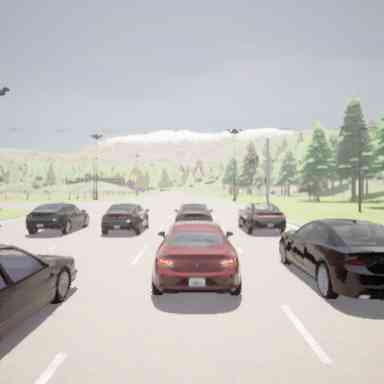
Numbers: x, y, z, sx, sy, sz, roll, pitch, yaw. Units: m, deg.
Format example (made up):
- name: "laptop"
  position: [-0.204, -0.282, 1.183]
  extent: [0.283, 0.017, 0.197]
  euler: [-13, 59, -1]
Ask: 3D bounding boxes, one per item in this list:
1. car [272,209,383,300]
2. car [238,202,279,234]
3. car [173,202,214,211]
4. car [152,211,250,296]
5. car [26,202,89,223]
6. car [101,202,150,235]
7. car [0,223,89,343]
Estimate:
- name: "car"
  position: [3.599, 1.387, 8.186]
  extent: [1.882, 1.535, 5.008]
  euler: [0, 0, 0]
- name: "car"
  position: [3.595, 1.298, 17.673]
  extent: [2.128, 1.511, 4.902]
  euler: [0, 1, 0]
- name: "car"
  position: [0.094, 1.313, 17.518]
  extent: [1.837, 1.490, 4.892]
  euler: [0, 1, 0]
- name: "car"
  position: [0.095, 1.434, 8.274]
  extent: [1.812, 1.442, 4.674]
  euler: [0, 1, 0]
- name: "car"
  position: [-6.907, 1.308, 17.538]
  extent: [1.837, 1.490, 4.892]
  euler: [0, -1, 0]
- name: "car"
  position: [-3.406, 1.313, 17.519]
  extent: [1.837, 1.490, 4.892]
  euler: [0, 1, 0]
- name: "car"
  position: [-3.404, 1.493, 4.856]
  extent: [2.033, 1.411, 5.357]
  euler: [0, 1, 0]
